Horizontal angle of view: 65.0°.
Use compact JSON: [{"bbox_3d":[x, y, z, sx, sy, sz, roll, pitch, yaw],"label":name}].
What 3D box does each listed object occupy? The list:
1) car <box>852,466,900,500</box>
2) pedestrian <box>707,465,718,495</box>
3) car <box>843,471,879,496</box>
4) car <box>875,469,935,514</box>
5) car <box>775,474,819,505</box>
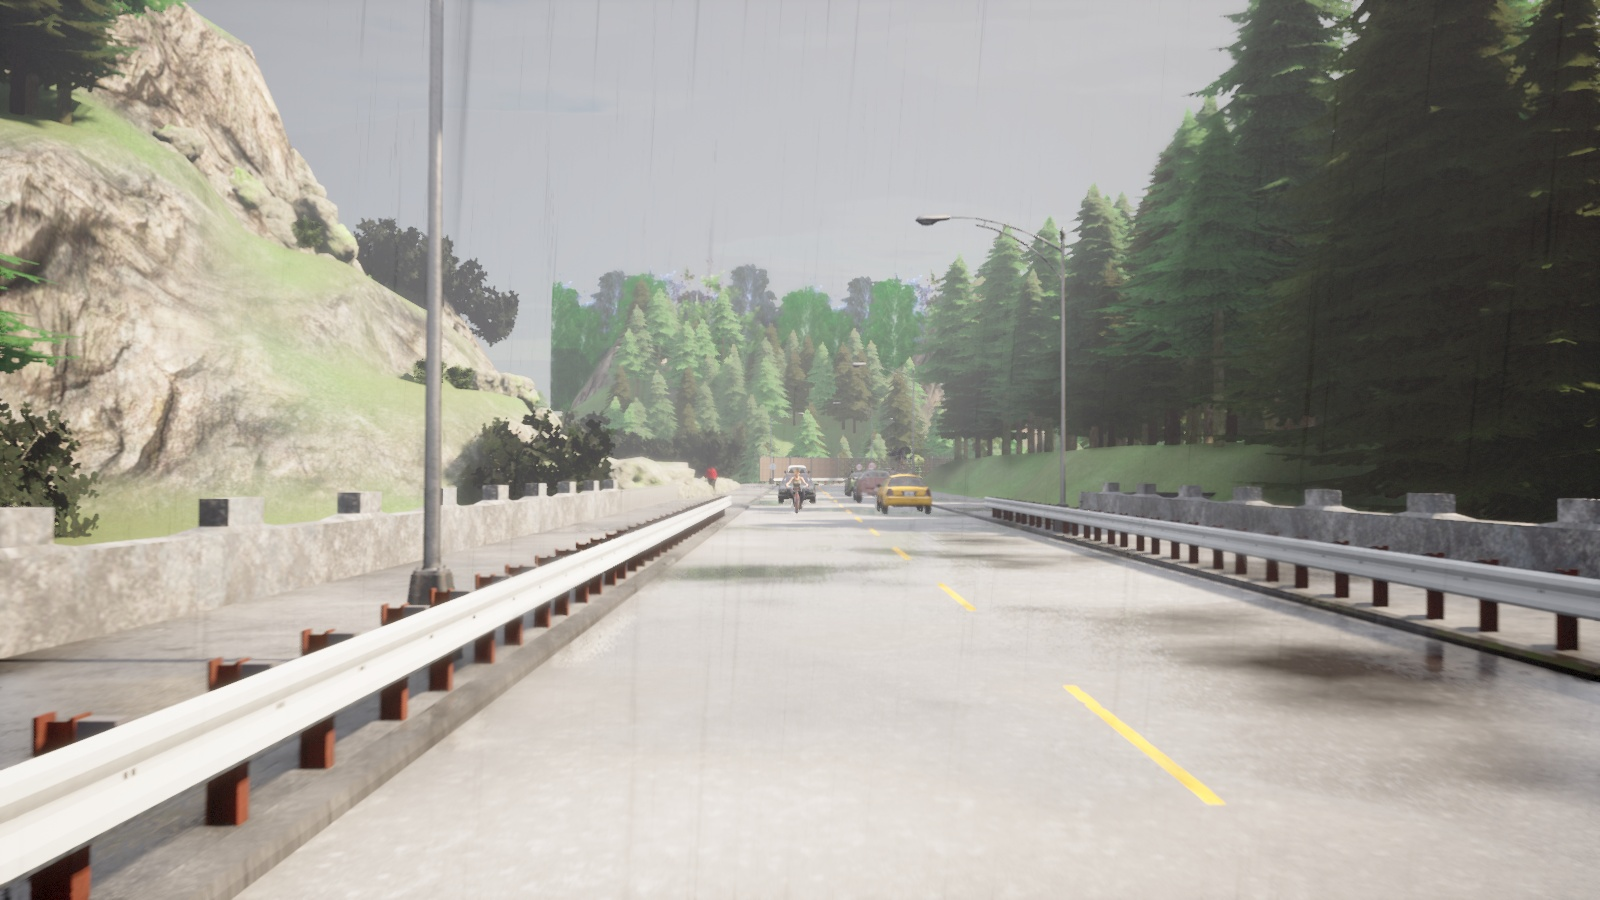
[{"bbox_3d":[3.861,1.655,64.351,2.152,1.651,5.027,0,-1,0],"label":"car"},{"bbox_3d":[-5.482,1.864,78.698,0.634,1.844,0.899,0,-1,-2],"label":"pedestrian"},{"bbox_3d":[3.827,2.074,79.353,2.007,1.525,4.514,0,-1,0],"label":"car"},{"bbox_3d":[3.899,1.530,47.386,1.801,1.575,5.366,0,-1,0],"label":"car"},{"bbox_3d":[-0.130,1.882,60.896,2.033,1.411,5.357,0,-1,0],"label":"car"}]
